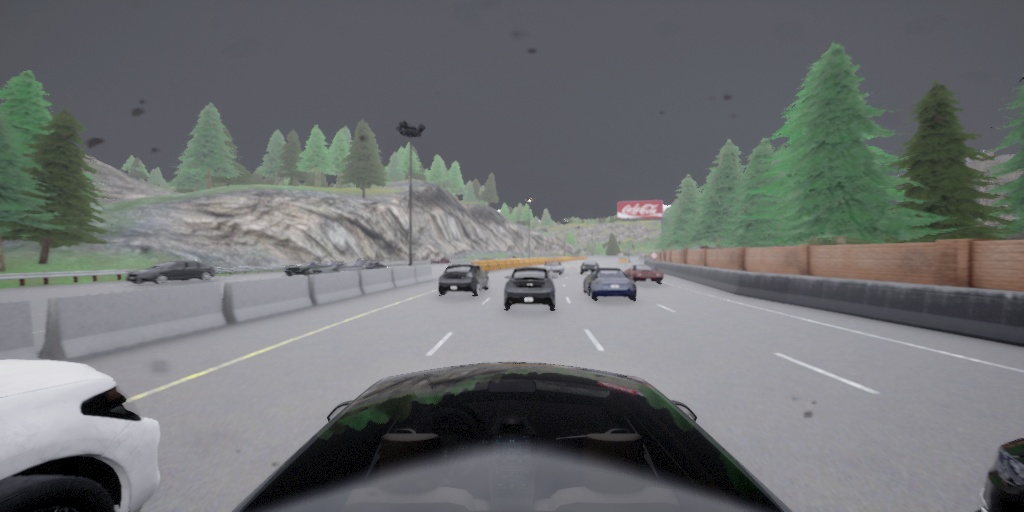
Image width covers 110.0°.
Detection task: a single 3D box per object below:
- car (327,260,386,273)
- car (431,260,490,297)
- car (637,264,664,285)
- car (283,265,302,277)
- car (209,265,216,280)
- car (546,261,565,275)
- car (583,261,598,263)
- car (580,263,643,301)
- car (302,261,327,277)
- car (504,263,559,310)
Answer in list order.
[{"bbox_3d":[-11.777,1.075,28.194,2.128,1.511,4.902,0,0,10],"label":"car"},{"bbox_3d":[-2.356,1.161,18.422,1.837,1.490,4.892,0,0,6],"label":"car"},{"bbox_3d":[9.203,1.246,25.387,1.895,1.301,4.718,0,0,9],"label":"car"},{"bbox_3d":[-18.142,1.148,32.509,1.895,1.301,4.718,0,0,11],"label":"car"},{"bbox_3d":[-22.954,1.084,24.368,1.837,1.490,4.892,0,0,8],"label":"car"},{"bbox_3d":[4.206,1.179,35.922,1.895,1.301,4.718,0,0,13],"label":"car"},{"bbox_3d":[8.327,1.177,37.989,1.895,1.301,4.718,0,0,14],"label":"car"},{"bbox_3d":[4.553,1.242,17.130,1.994,1.385,4.181,0,0,6],"label":"car"},{"bbox_3d":[-14.989,1.131,30.083,1.994,1.385,4.181,0,0,10],"label":"car"},{"bbox_3d":[0.759,1.190,14.341,1.837,1.490,4.892,0,0,5],"label":"car"}]
